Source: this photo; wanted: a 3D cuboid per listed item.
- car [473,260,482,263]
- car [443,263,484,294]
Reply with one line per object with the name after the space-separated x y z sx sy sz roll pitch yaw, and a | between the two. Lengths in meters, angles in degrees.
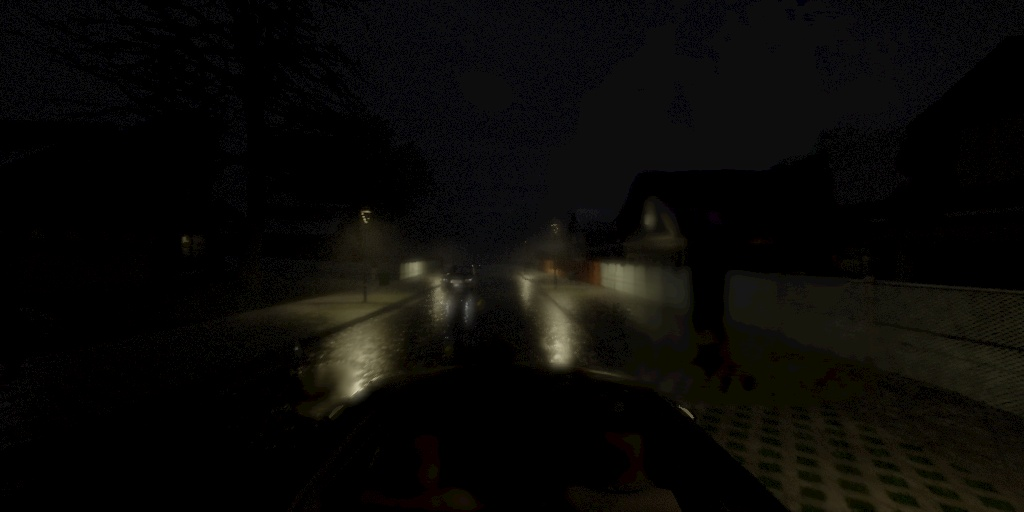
-6.017 1.532 62.106 1.837 1.490 4.892 0 0 -7 | car
-2.947 1.362 21.698 2.128 1.511 4.902 0 0 -2 | car
